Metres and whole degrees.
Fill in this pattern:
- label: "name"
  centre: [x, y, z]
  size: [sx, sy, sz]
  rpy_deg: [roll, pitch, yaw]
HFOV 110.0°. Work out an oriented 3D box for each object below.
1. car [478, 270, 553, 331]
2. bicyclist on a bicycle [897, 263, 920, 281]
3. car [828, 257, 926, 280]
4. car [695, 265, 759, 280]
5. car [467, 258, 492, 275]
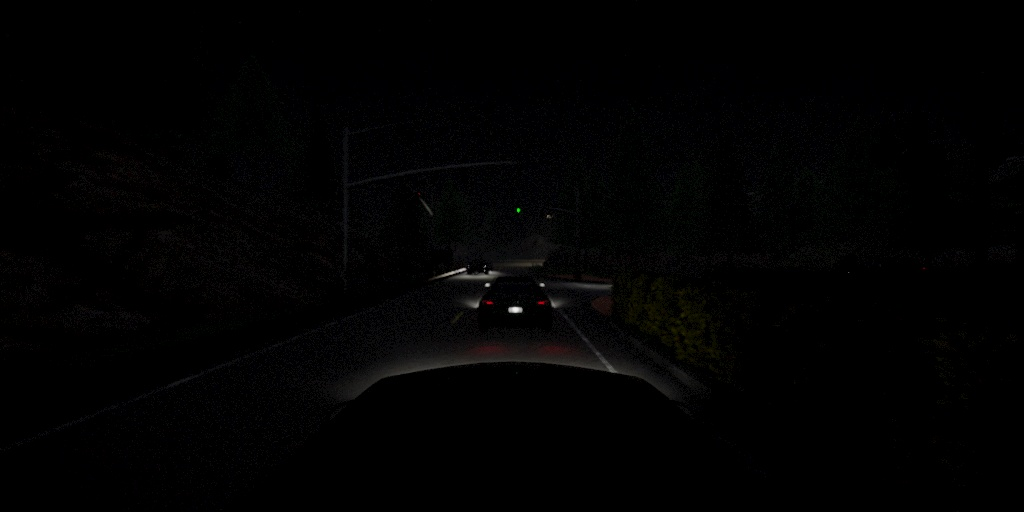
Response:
- label: "car"
  centre: [0.089, 1.302, 10.904]
  size: [1.994, 1.385, 4.181]
  rpy_deg: [0, 0, 0]
- label: "bicyclist on a bicycle"
  centre: [19.828, 1.190, 17.817]
  size: [0.582, 1.620, 1.656]
  rpy_deg: [0, 0, 0]
- label: "car"
  centre: [25.572, 1.100, 25.238]
  size: [5.566, 2.045, 2.150]
  rpy_deg: [0, 0, 1]
- label: "car"
  centre: [15.502, 1.370, 25.290]
  size: [4.902, 1.511, 2.128]
  rpy_deg: [0, 0, 0]
- label: "car"
  centre: [-3.598, 1.052, 38.497]
  size: [2.097, 1.767, 4.553]
  rpy_deg: [0, 0, 0]
